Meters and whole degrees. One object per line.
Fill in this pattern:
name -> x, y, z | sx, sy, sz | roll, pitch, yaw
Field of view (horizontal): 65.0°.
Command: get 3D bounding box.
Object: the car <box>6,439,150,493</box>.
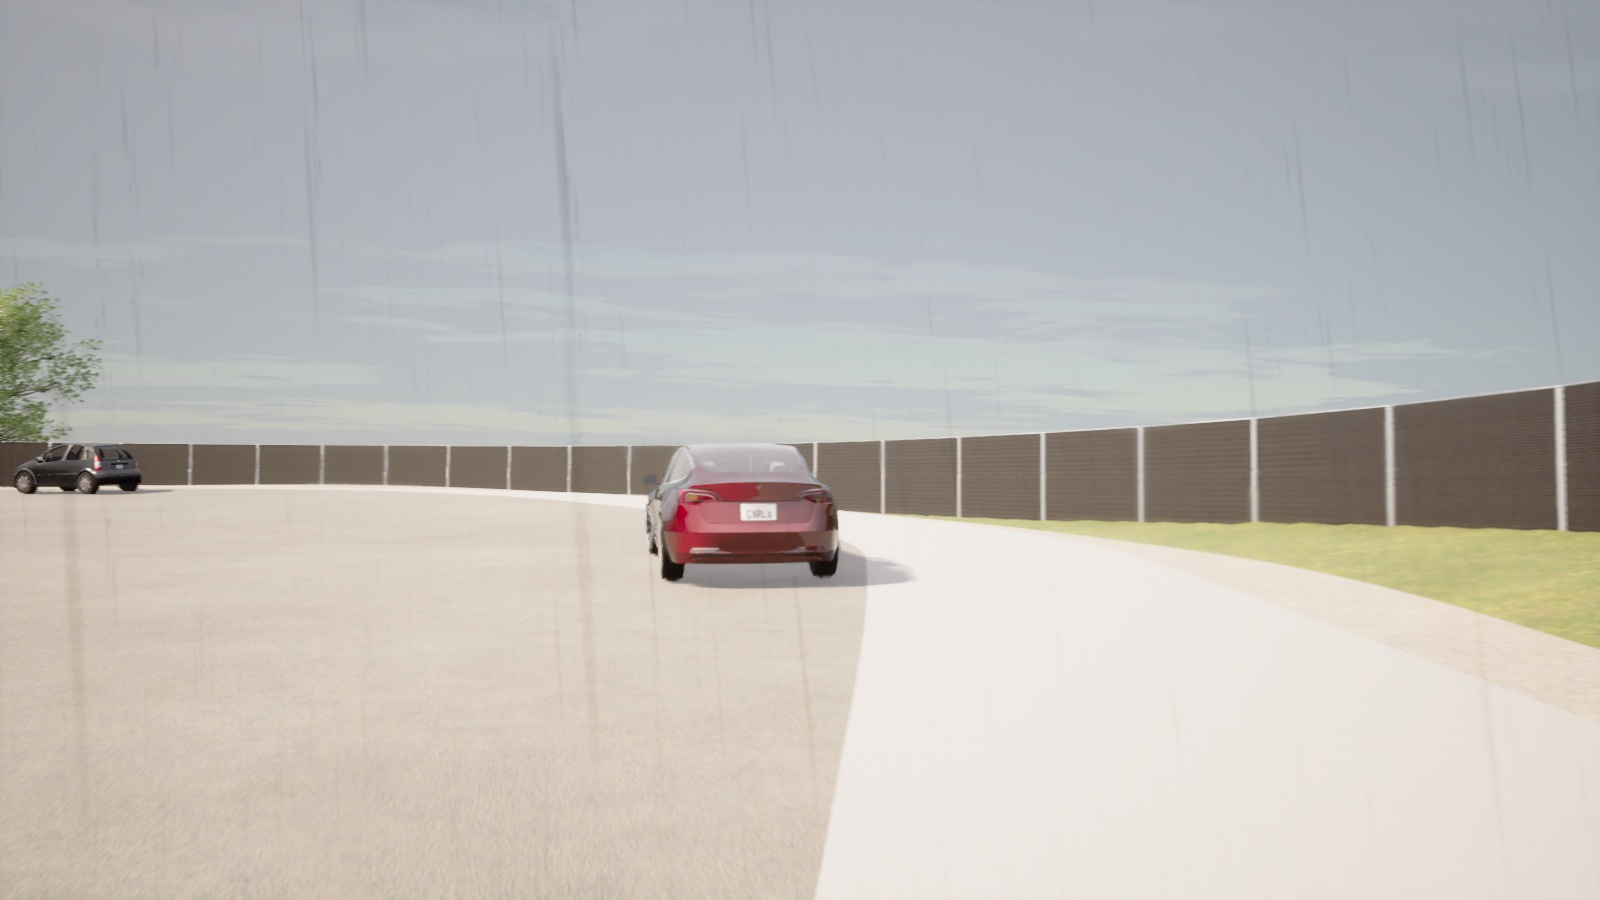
car -> -23.212, 0.503, 40.387 | 3.988, 1.617, 1.851 | 0, 1, 21

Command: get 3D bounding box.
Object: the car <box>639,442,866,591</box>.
car -> -0.767, 0.656, 15.174 | 2.163, 1.488, 4.792 | 0, 0, -9
